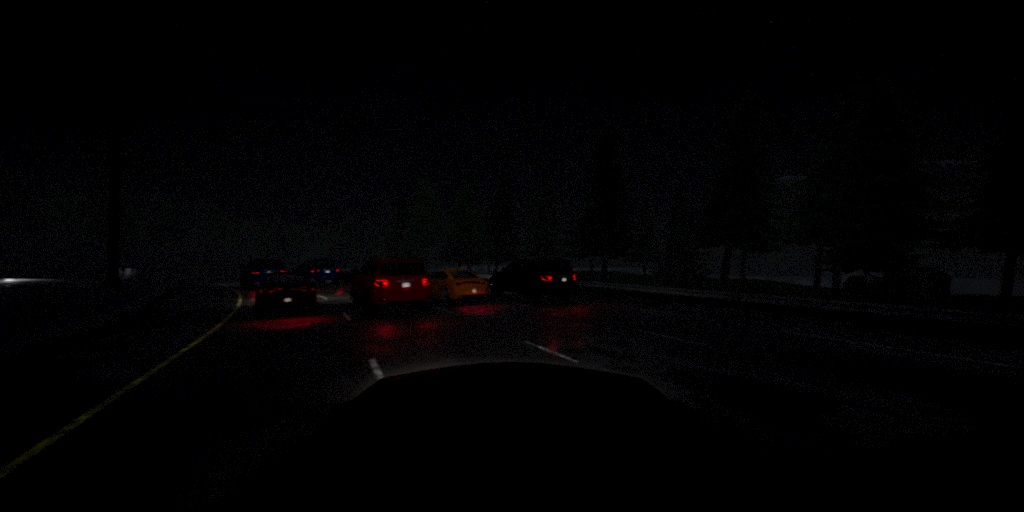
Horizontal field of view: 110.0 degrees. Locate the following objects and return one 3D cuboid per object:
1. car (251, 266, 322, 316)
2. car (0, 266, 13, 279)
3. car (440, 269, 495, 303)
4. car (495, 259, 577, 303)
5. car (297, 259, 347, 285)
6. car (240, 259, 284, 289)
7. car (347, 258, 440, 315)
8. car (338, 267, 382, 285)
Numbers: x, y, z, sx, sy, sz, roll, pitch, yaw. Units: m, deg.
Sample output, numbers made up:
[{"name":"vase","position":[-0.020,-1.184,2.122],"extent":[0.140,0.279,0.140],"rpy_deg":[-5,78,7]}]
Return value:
[{"name":"car","position":[-9.045,1.354,14.360],"extent":[1.882,1.535,5.008],"rpy_deg":[1,0,-33]},{"name":"car","position":[-53.120,1.668,36.438],"extent":[4.718,1.301,1.895],"rpy_deg":[0,-1,20]},{"name":"car","position":[-3.037,1.400,17.952],"extent":[1.882,1.535,5.008],"rpy_deg":[1,0,-33]},{"name":"car","position":[0.914,1.156,18.341],"extent":[2.150,2.045,5.566],"rpy_deg":[0,0,-32]},{"name":"car","position":[-15.268,1.243,28.080],"extent":[2.150,2.045,5.566],"rpy_deg":[1,-1,-44]},{"name":"car","position":[-17.854,1.215,25.723],"extent":[2.150,2.045,5.566],"rpy_deg":[1,-1,-44]},{"name":"car","position":[-5.114,1.111,14.780],"extent":[2.150,2.045,5.566],"rpy_deg":[1,0,-32]},{"name":"car","position":[-13.147,1.652,30.895],"extent":[1.895,1.301,4.718],"rpy_deg":[1,-1,-44]}]
